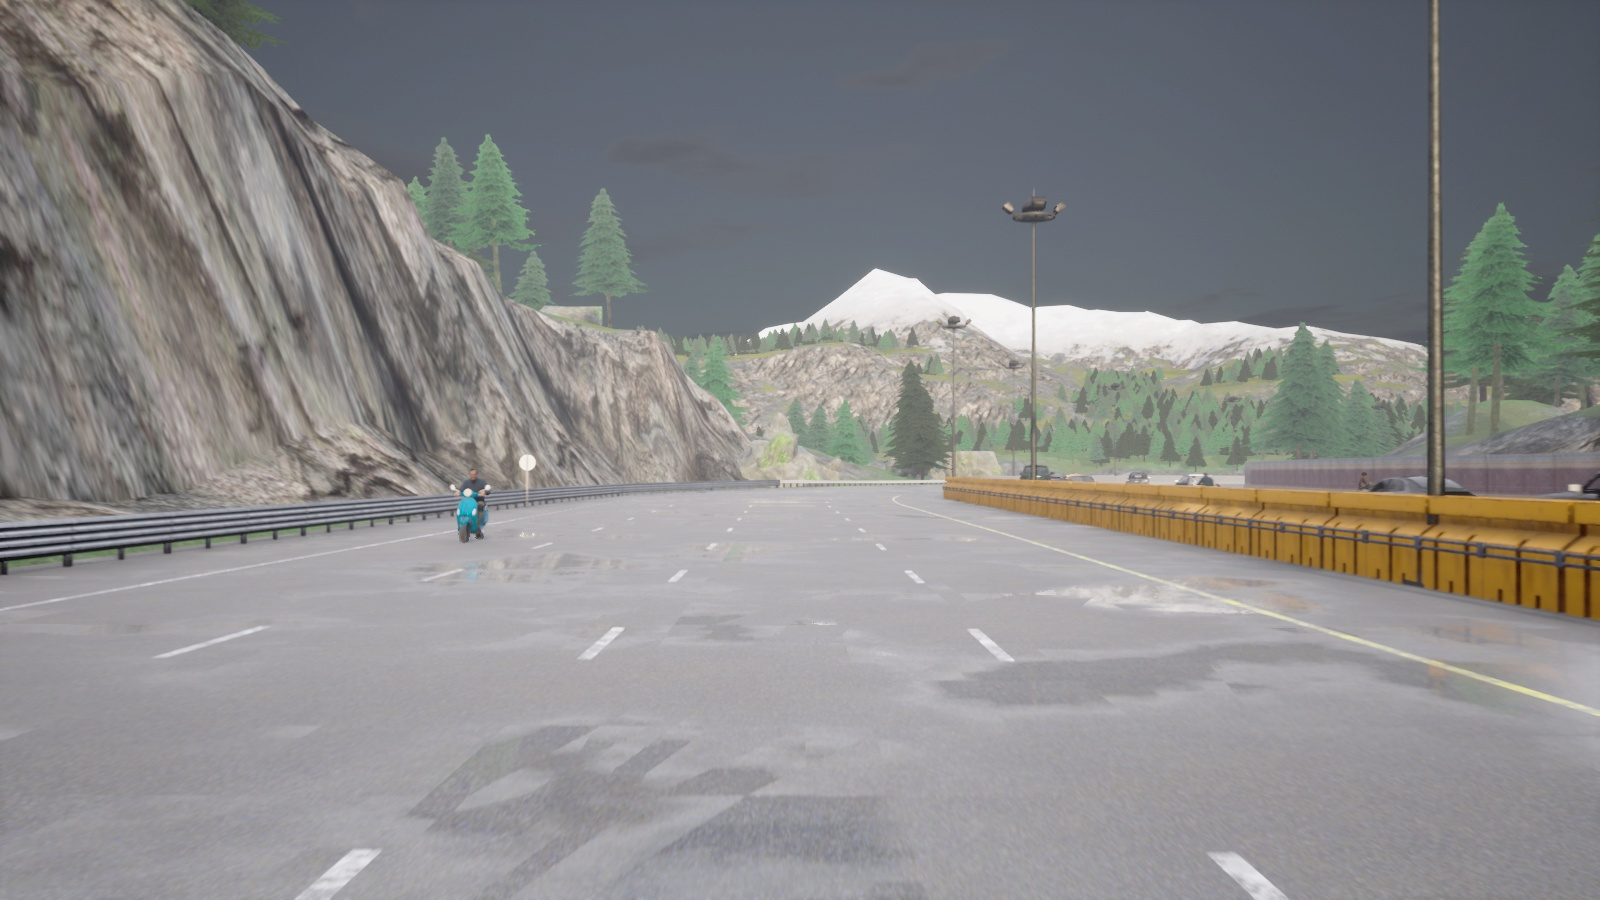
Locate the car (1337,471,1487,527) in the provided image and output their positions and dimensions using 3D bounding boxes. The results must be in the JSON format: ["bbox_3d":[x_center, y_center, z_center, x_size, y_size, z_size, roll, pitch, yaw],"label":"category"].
[{"bbox_3d":[17.375,1.352,35.946,1.837,1.490,4.892,0,-1,-1],"label":"car"}]

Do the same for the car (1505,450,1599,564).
[{"bbox_3d":[13.951,0.923,20.788,1.932,1.855,4.605,0,-1,0],"label":"car"}]

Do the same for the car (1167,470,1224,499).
[{"bbox_3d":[20.767,1.803,66.054,1.970,1.475,3.806,0,-1,3],"label":"car"}]

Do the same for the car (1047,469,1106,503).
[{"bbox_3d":[13.601,1.739,62.090,1.801,1.575,5.366,0,-1,1],"label":"car"}]

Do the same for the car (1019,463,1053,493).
[{"bbox_3d":[16.584,1.941,88.050,2.150,2.045,5.566,-1,-1,12],"label":"car"}]

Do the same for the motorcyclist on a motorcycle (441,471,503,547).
[{"bbox_3d":[-7.064,1.250,27.118,0.866,1.590,1.817,0,-1,0],"label":"motorcyclist on a motorcycle"}]
